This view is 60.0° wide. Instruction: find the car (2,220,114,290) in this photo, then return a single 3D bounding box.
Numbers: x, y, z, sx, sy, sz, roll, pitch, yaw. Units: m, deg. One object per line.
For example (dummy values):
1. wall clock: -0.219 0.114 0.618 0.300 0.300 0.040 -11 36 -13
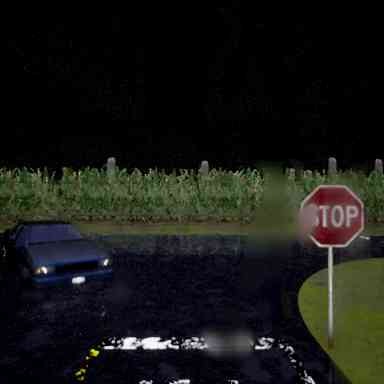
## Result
1. car: -4.101 1.542 9.492 2.033 1.411 5.357 0 0 -37
